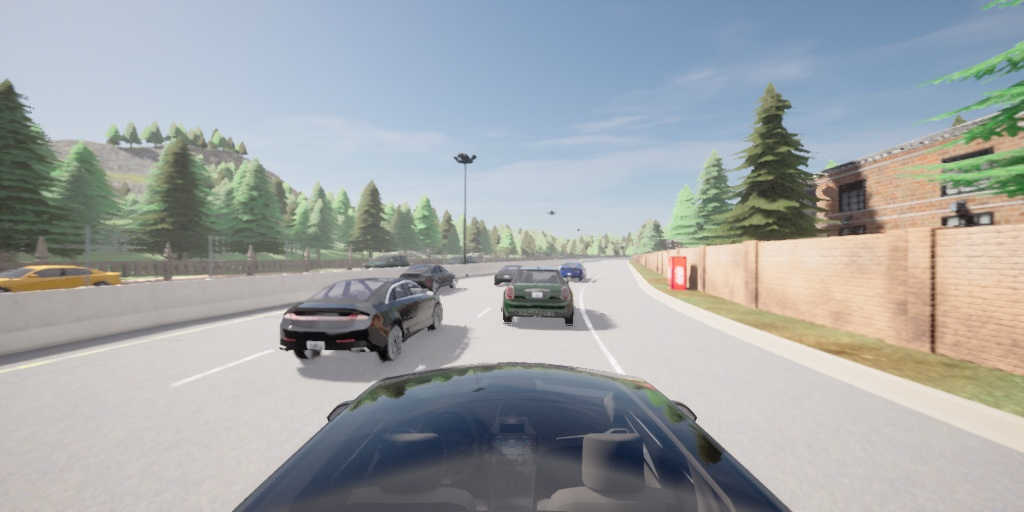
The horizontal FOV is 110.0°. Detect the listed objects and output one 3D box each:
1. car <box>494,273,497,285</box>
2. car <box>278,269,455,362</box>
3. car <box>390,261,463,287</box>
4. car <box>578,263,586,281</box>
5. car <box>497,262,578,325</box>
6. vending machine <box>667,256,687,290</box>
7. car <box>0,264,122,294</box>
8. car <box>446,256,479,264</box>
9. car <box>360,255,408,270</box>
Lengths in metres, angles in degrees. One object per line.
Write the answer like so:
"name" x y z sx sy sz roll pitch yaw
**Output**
"car" 0.161 1.338 25.718 1.994 1.385 4.181 0 0 15
"car" -2.996 1.233 8.212 2.128 1.511 4.902 0 0 4
"car" -4.700 1.250 20.575 1.837 1.490 4.892 0 0 12
"car" 5.234 1.281 30.723 1.882 1.535 5.008 0 0 17
"car" 0.959 1.117 12.191 2.097 1.767 4.553 0 0 7
"vending machine" 9.476 1.010 20.581 1.100 2.100 0.880 0 0 14
"car" -20.011 1.144 15.177 1.882 1.535 5.008 0 0 8
"car" -6.219 0.982 41.747 2.150 2.045 5.566 0 0 18
"car" -12.116 0.943 34.571 2.150 2.045 5.566 0 0 17
